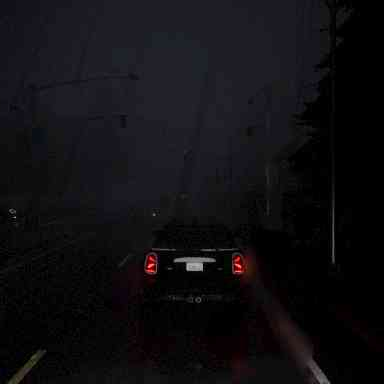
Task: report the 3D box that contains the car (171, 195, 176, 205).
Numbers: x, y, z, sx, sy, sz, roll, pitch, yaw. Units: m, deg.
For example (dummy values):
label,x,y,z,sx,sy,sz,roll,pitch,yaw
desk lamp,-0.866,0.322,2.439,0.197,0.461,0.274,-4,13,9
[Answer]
label,x,y,z,sx,sy,sz,roll,pitch,yaw
car,-4.045,1.475,52.796,1.837,1.490,4.892,0,0,0

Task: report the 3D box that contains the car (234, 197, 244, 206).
label,x,y,z,sx,sy,sz,roll,pitch,yaw
car,8.915,1.144,48.761,4.605,1.855,1.932,0,0,-1

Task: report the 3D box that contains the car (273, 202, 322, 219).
label,x,y,z,sx,sy,sz,roll,pitch,yaw
car,8.271,1.476,23.646,4.902,1.511,2.128,0,0,1

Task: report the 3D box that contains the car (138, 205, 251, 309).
label,x,y,z,sx,sy,sz,roll,pitch,yaw
car,0.072,1.352,8.047,2.097,1.767,4.553,0,0,1

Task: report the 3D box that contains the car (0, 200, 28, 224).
label,x,y,z,sx,sy,sz,roll,pitch,yaw
car,-14.326,1.337,23.967,4.553,1.767,2.097,0,0,1

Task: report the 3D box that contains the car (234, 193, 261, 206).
label,x,y,z,sx,sy,sz,roll,pitch,yaw
car,8.504,1.146,51.272,3.866,1.878,1.905,0,0,-1

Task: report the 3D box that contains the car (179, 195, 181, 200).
label,x,y,z,sx,sy,sz,roll,pitch,yaw
car,-2.115,1.158,83.545,2.097,1.767,4.553,0,0,-13

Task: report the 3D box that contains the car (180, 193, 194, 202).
label,x,y,z,sx,sy,sz,roll,pitch,yaw
car,-0.841,1.555,73.411,1.895,1.301,4.718,0,0,-7

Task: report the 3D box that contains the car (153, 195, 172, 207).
label,x,y,z,sx,sy,sz,roll,pitch,yaw
car,-3.986,1.496,43.622,1.812,1.442,4.674,0,0,0
